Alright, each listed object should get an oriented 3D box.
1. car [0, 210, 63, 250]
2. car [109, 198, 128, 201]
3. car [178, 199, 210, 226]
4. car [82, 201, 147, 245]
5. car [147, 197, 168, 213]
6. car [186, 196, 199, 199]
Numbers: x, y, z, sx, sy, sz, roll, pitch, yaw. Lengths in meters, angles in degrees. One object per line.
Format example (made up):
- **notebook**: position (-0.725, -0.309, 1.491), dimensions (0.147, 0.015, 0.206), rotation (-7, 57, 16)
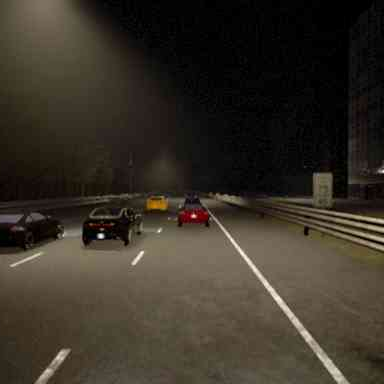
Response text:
- **car**: position (-6.896, 1.434, 13.619), dimensions (1.994, 1.385, 4.181), rotation (0, 0, 0)
- **car**: position (-6.929, 1.280, 31.508), dimensions (2.033, 1.411, 5.357), rotation (0, 0, 0)
- **car**: position (0.099, 1.366, 21.617), dimensions (1.994, 1.385, 4.181), rotation (0, 0, 0)
- **car**: position (-3.396, 1.365, 14.813), dimensions (1.837, 1.490, 4.892), rotation (0, 0, 0)
- **car**: position (-3.443, 1.198, 33.371), dimensions (1.882, 1.535, 5.008), rotation (0, 0, 0)
- **car**: position (0.020, 1.180, 38.667), dimensions (2.128, 1.511, 4.902), rotation (0, 1, 0)
